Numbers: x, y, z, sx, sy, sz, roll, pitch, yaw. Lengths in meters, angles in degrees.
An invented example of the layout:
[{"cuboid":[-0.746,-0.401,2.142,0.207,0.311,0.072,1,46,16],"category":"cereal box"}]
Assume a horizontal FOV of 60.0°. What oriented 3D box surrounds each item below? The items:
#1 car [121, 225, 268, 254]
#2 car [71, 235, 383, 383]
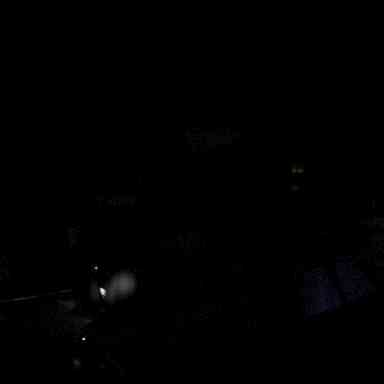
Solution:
[{"cuboid":[0.440,1.533,7.992,5.357,1.411,2.033,0,0,-36],"category":"car"},{"cuboid":[1.274,1.537,4.596,5.357,1.411,2.033,0,0,-36],"category":"car"}]
